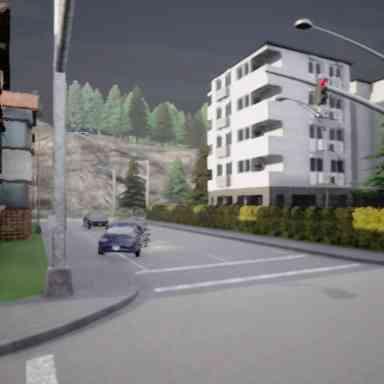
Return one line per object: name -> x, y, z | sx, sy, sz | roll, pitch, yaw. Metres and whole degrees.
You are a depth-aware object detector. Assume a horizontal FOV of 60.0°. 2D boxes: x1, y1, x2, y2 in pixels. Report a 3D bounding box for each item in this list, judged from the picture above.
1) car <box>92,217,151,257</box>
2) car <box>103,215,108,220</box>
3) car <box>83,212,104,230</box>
car -> -3.247, 2.207, 16.258 | 1.812, 1.442, 4.674 | 1, -1, -2
car -> -4.022, 2.372, 20.935 | 1.837, 1.490, 4.892 | 2, -4, -25
car -> -9.236, 2.689, 31.842 | 1.882, 1.535, 5.008 | 0, -2, -25
